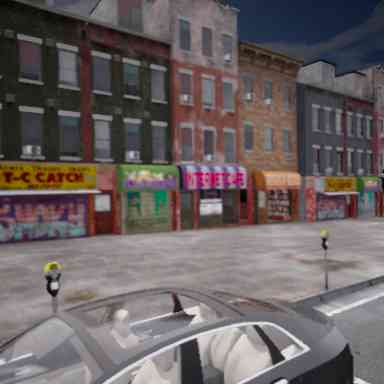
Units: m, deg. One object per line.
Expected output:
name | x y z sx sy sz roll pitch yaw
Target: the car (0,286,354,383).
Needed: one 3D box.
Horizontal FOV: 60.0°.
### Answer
car | -0.533 1.551 2.448 4.403 1.369 2.008 0 -1 -35
